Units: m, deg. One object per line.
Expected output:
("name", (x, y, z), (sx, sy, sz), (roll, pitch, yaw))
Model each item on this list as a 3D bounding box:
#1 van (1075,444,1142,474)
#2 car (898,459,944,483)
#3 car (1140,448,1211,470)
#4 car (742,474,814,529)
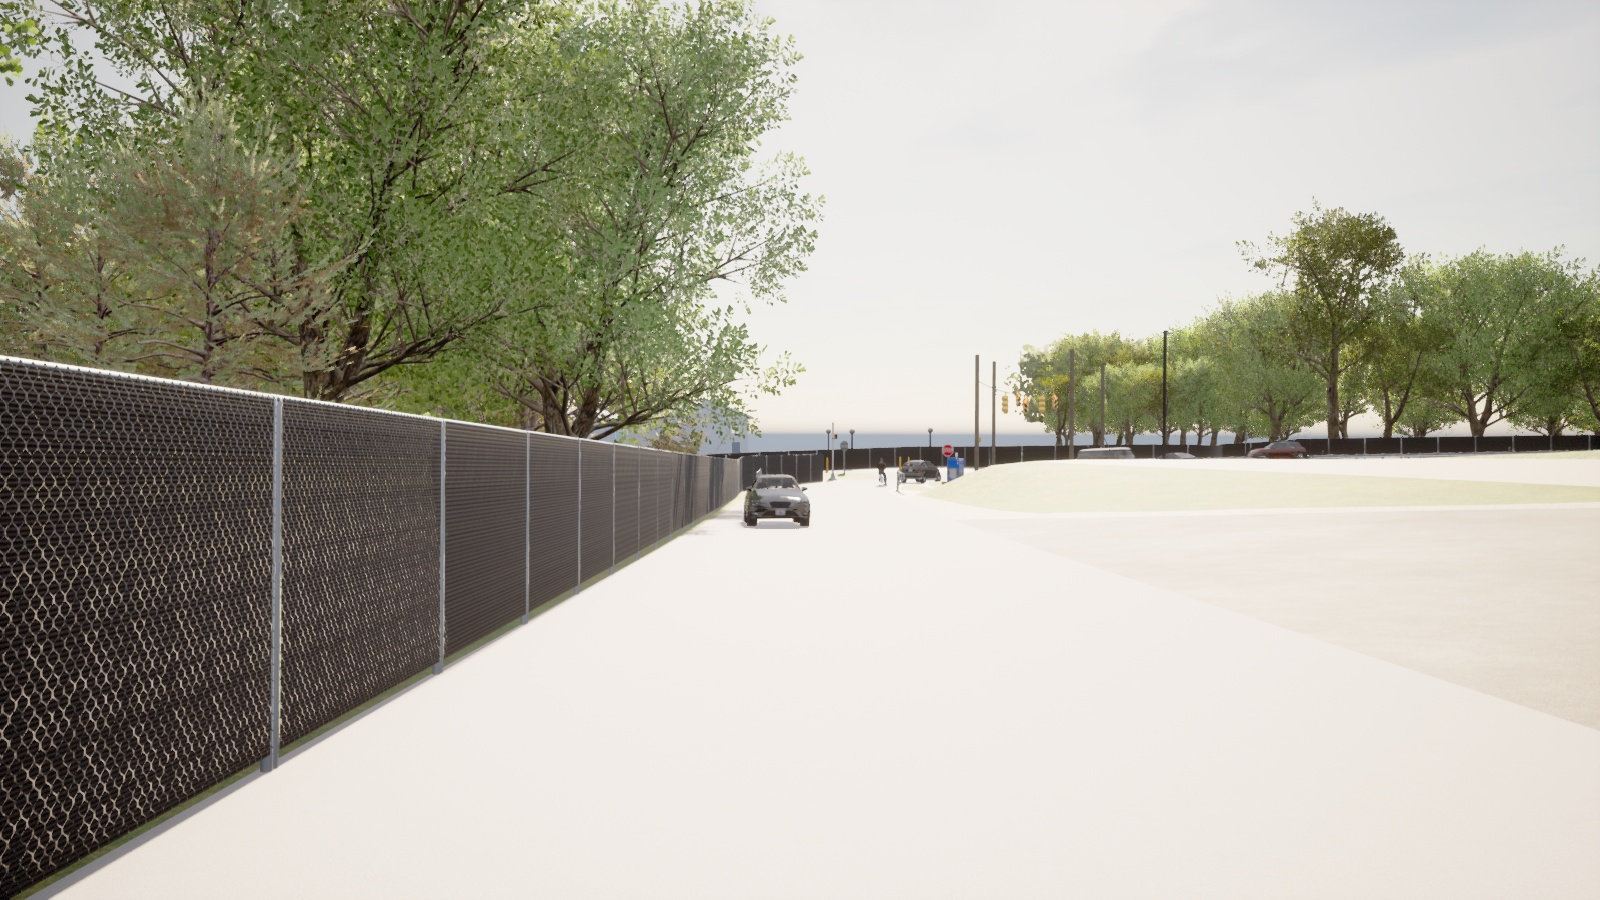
("van", (22.041, 0.663, 89.838), (1.775, 1.987, 4.442), (-2, -1, -37))
("car", (8.244, 1.405, 85.536), (1.789, 1.549, 3.705), (0, 0, 29))
("car", (27.335, 0.691, 91.717), (2.033, 1.411, 5.357), (-1, -2, -22))
("car", (-0.695, 1.459, 36.639), (1.816, 1.474, 4.193), (0, -1, -5))
